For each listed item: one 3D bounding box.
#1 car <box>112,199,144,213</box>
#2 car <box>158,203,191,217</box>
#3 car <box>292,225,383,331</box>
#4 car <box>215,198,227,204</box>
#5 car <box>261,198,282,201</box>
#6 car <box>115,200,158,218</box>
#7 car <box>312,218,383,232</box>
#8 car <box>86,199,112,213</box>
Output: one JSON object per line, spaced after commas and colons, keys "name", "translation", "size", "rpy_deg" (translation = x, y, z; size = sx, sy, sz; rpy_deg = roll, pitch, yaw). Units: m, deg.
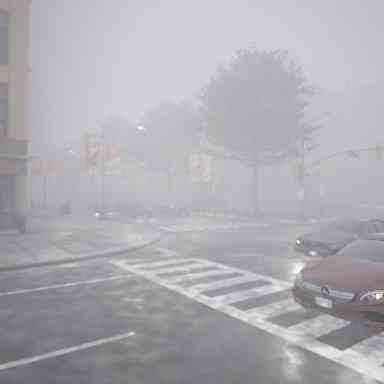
{"name": "car", "translation": [-8.124, 1.719, 42.078], "size": [2.128, 1.511, 4.902], "rpy_deg": [1, -1, -36]}
{"name": "car", "translation": [-2.100, 1.828, 33.669], "size": [1.895, 1.301, 4.718], "rpy_deg": [1, -1, -36]}
{"name": "car", "translation": [4.103, 1.619, 6.926], "size": [4.674, 1.442, 1.812], "rpy_deg": [1, -1, -35]}
{"name": "car", "translation": [5.980, 2.035, 75.356], "size": [2.161, 1.482, 4.786], "rpy_deg": [1, -1, -36]}
{"name": "car", "translation": [16.460, 1.996, 67.877], "size": [2.002, 1.452, 4.674], "rpy_deg": [1, -1, -36]}
{"name": "car", "translation": [-5.560, 1.783, 32.486], "size": [1.895, 1.301, 4.718], "rpy_deg": [1, -1, -36]}
{"name": "car", "translation": [6.247, 1.705, 12.747], "size": [5.357, 1.411, 2.033], "rpy_deg": [1, 0, -36]}
{"name": "car", "translation": [-11.448, 1.687, 40.715], "size": [1.837, 1.490, 4.892], "rpy_deg": [1, -1, -35]}
